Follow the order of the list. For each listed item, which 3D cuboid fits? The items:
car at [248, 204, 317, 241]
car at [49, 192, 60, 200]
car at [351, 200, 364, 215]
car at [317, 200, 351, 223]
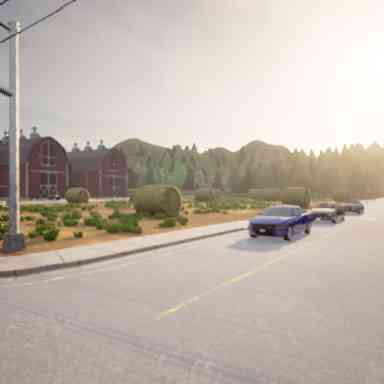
[{"bbox_3d":[4.477,1.398,16.569,1.882,1.535,5.008,0,0,34],"label":"car"},{"bbox_3d":[-31.064,0.903,75.438,1.905,1.878,3.866,6,1,-12],"label":"car"},{"bbox_3d":[15.738,1.446,32.980,1.994,1.385,4.181,0,0,34],"label":"car"},{"bbox_3d":[10.069,1.449,24.727,2.033,1.411,5.357,0,0,35],"label":"car"}]
